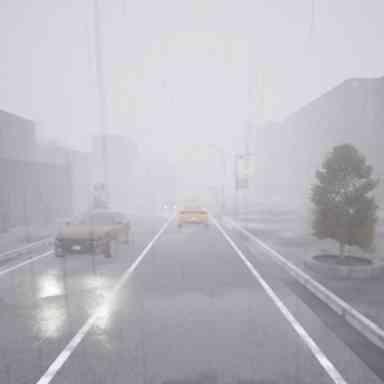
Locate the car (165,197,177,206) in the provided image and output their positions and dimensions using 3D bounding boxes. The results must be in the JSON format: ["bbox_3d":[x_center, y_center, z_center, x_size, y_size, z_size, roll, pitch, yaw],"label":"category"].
[{"bbox_3d":[-3.497,1.509,55.546,1.812,1.442,4.674,0,0,1],"label":"car"}]

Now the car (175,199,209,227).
[{"bbox_3d":[0.081,1.441,22.280,1.882,1.535,5.008,0,0,0],"label":"car"}]

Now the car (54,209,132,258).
[{"bbox_3d":[-3.593,1.455,12.843,1.882,1.535,5.008,0,0,0],"label":"car"}]

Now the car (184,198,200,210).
[{"bbox_3d":[0.002,1.525,42.670,1.994,1.385,4.181,0,0,0],"label":"car"}]
